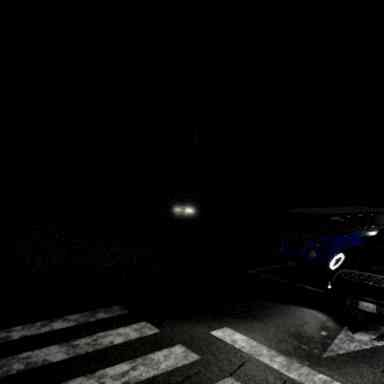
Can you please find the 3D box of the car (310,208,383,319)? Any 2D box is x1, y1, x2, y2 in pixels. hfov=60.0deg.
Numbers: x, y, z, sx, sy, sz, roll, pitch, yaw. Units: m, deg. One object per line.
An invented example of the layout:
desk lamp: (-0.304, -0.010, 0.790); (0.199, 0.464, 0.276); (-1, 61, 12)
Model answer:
car: (4.811, 1.340, 6.856); (4.553, 1.767, 2.097); (0, 0, -34)

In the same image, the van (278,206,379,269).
van: (4.279, 1.327, 9.815); (3.998, 1.788, 1.690); (0, 0, -35)

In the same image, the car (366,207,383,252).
car: (8.895, 1.417, 13.105); (4.097, 1.590, 1.967); (0, 0, -35)
